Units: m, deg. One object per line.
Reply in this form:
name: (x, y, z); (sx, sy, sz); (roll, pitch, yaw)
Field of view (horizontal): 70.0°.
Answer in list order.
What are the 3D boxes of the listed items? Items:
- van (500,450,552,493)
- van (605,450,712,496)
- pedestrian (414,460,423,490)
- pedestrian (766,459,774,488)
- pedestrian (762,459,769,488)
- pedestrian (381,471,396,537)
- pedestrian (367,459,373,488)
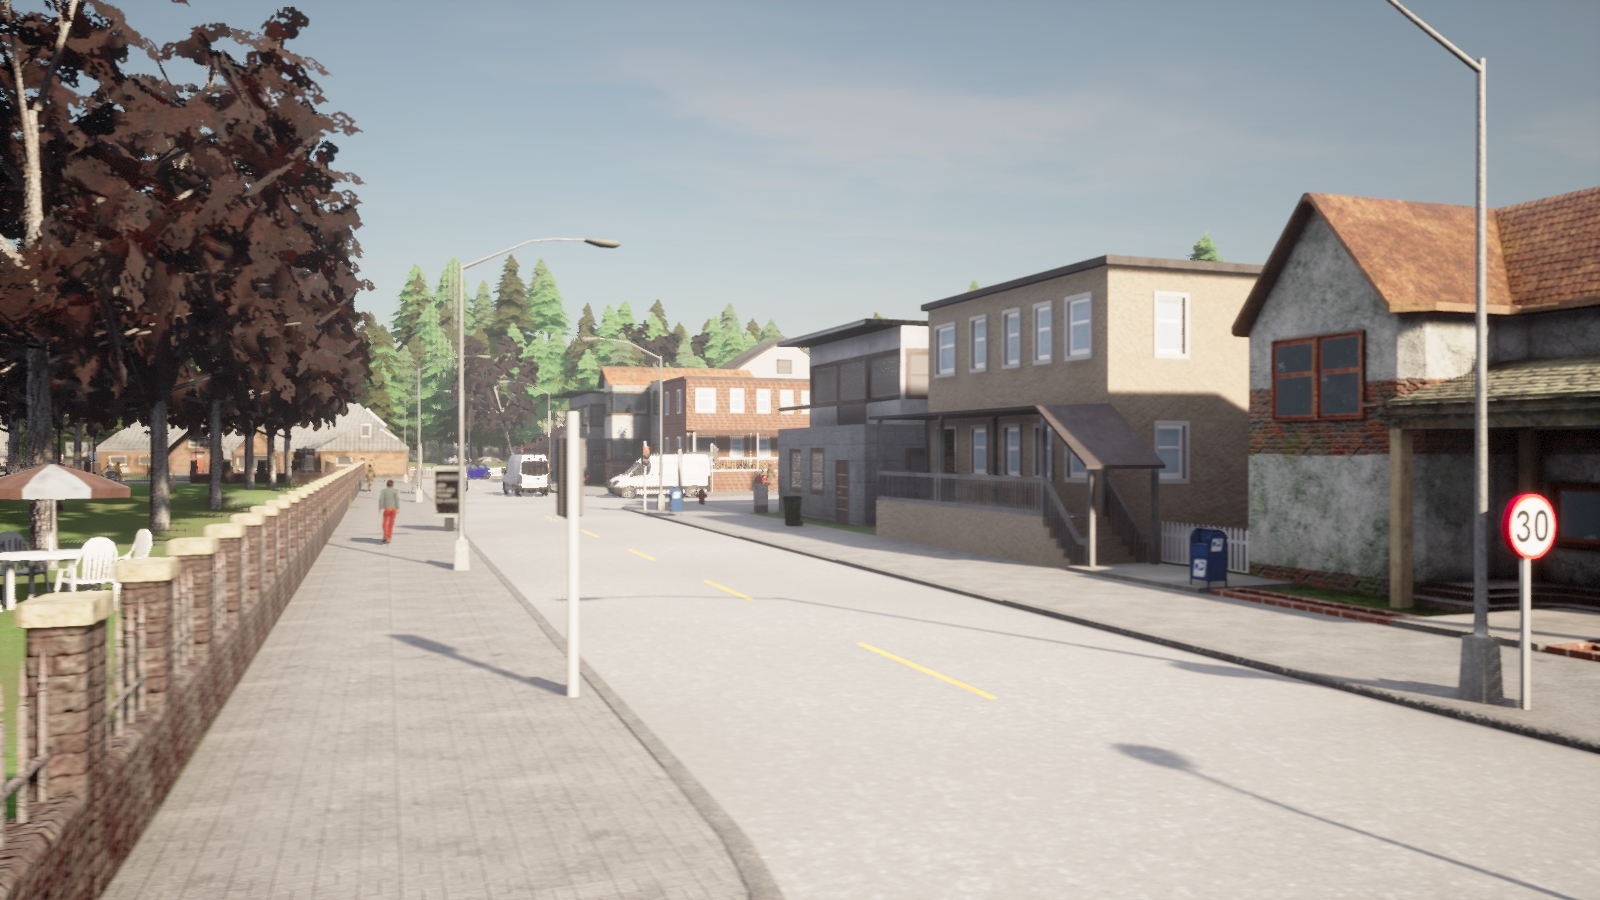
van: (-17.284, 1.314, 71.846); (1.988, 2.561, 5.915); (0, 0, -25)
van: (-8.238, 1.313, 66.560); (5.915, 2.561, 1.988); (0, 0, -18)
pedestrian: (-23.276, 1.524, 69.707); (0.375, 1.860, 0.375); (0, 0, 9)
pedestrian: (-1.912, 1.515, 73.722); (0.375, 1.860, 0.375); (0, 0, -42)
pedestrian: (-2.258, 1.513, 74.227); (0.375, 1.860, 0.375); (0, 0, -14)
pedestrian: (-11.717, 1.525, 32.542); (0.375, 1.860, 0.375); (0, 0, -18)
pedestrian: (-27.945, 1.525, 74.218); (0.375, 1.860, 0.375); (0, 0, -20)
